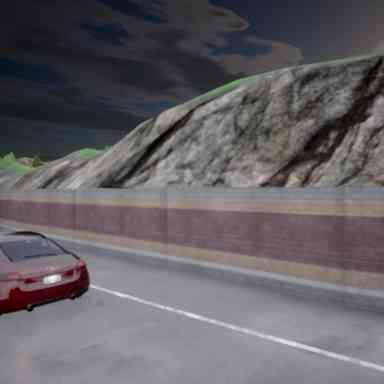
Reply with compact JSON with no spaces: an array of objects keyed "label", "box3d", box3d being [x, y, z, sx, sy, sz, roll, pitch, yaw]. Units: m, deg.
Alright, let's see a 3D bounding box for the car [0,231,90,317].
[{"label":"car","box3d":[-4.129,1.565,7.363,4.181,1.385,1.994,0,0,39]}]
